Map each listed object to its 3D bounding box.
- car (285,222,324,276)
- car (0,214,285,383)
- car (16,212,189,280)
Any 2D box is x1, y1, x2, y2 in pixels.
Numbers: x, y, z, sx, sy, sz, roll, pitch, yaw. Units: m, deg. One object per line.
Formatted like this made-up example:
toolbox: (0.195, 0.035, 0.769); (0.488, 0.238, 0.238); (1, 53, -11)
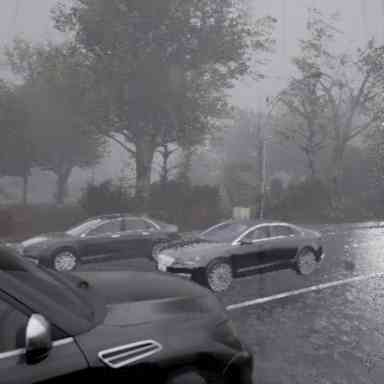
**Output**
car: (1.412, 1.491, 8.908); (4.902, 1.511, 2.128); (0, 0, -31)
car: (-2.109, 1.207, 2.151); (5.566, 2.045, 2.150); (0, 0, -35)
car: (-2.653, 1.487, 10.437); (4.892, 1.490, 1.837); (0, 0, -33)
